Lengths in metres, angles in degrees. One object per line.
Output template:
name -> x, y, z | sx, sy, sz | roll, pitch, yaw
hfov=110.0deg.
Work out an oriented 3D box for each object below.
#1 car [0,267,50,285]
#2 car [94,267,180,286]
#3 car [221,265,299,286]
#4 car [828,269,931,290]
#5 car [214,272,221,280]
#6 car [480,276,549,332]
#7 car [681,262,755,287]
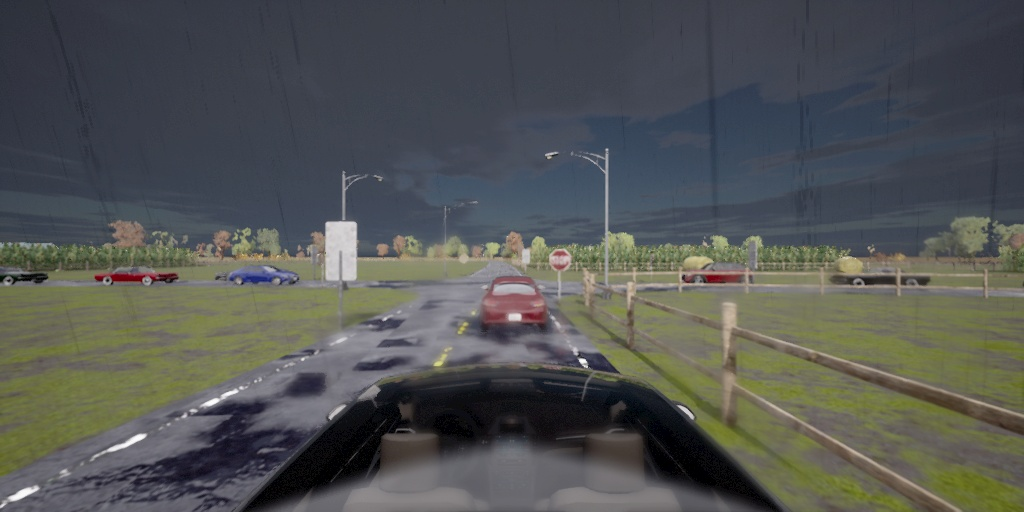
car -> -37.948, 1.492, 26.763 | 4.718, 1.301, 1.895 | 0, 0, -1
car -> -27.871, 1.495, 26.787 | 4.718, 1.301, 1.895 | 0, 0, 1
car -> -18.274, 1.421, 26.470 | 4.674, 1.442, 1.812 | 0, 0, 3
car -> 24.264, 1.499, 23.907 | 4.718, 1.301, 1.895 | 0, 0, 12
car -> -21.343, 1.442, 29.597 | 5.357, 1.411, 2.033 | 0, 0, 2
car -> 0.044, 1.333, 11.033 | 1.812, 1.442, 4.674 | 0, 0, -1
car -> 14.578, 1.250, 25.750 | 4.553, 1.767, 2.097 | 0, 0, 10
